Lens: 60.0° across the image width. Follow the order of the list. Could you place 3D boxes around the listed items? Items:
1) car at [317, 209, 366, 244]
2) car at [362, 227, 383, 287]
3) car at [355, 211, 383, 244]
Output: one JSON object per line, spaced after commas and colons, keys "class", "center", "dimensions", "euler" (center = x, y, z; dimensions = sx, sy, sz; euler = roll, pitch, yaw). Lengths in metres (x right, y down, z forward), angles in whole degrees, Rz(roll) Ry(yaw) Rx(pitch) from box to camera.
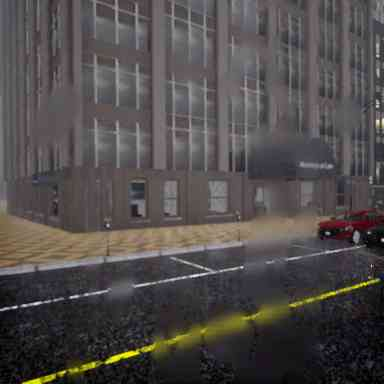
{"class": "car", "center": [7.701, 1.533, 15.616], "dimensions": [4.507, 1.381, 1.887], "euler": [0, 0, -35]}
{"class": "car", "center": [6.418, 1.541, 7.683], "dimensions": [5.357, 1.411, 2.033], "euler": [0, 0, -35]}
{"class": "car", "center": [8.615, 1.554, 13.091], "dimensions": [4.181, 1.385, 1.994], "euler": [0, 0, -35]}
